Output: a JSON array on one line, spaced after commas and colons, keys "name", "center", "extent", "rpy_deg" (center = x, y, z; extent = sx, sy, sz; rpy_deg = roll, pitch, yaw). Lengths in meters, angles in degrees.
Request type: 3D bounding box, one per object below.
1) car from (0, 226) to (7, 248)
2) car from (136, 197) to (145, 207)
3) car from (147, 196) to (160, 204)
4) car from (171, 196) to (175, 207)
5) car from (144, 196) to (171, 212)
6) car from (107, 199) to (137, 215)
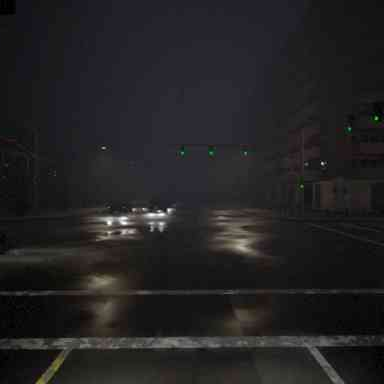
[{"name": "car", "center": [-9.292, 1.359, 12.047], "extent": [4.553, 1.767, 2.097], "rpy_deg": [0, 0, -1]}, {"name": "car", "center": [-7.465, 1.533, 48.200], "extent": [1.812, 1.442, 4.674], "rpy_deg": [0, 1, 0]}, {"name": "car", "center": [-7.532, 1.557, 65.256], "extent": [2.033, 1.411, 5.357], "rpy_deg": [0, 0, 0]}, {"name": "car", "center": [-3.970, 1.608, 48.975], "extent": [1.895, 1.301, 4.718], "rpy_deg": [0, 0, 0]}, {"name": "car", "center": [-3.891, 1.497, 38.669], "extent": [2.128, 1.511, 4.902], "rpy_deg": [0, 0, 0]}, {"name": "car", "center": [-7.373, 1.605, 34.566], "extent": [1.895, 1.301, 4.718], "rpy_deg": [0, 0, 0]}]
